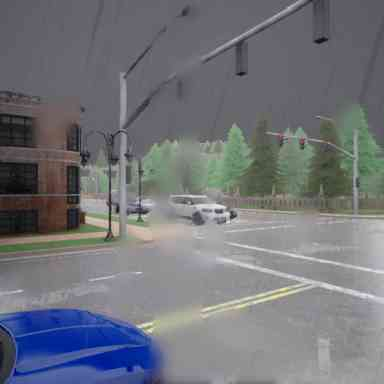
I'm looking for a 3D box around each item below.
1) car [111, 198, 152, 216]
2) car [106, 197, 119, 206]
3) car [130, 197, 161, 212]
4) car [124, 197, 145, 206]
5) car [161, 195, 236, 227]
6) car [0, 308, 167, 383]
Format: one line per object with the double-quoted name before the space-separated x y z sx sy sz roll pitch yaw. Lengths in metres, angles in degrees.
"car" -5.986 1.564 32.573 1.994 1.385 4.181 0 0 -35
"car" -12.617 1.564 54.574 1.994 1.385 4.181 0 0 -35
"car" -4.842 1.525 37.060 1.812 1.442 4.674 0 0 -35
"car" -9.820 1.526 56.681 1.812 1.442 4.674 0 0 -35
"car" 0.252 1.222 23.650 2.150 2.045 5.566 0 0 -34
"car" -2.481 1.478 1.971 5.008 1.535 1.882 0 0 -36
